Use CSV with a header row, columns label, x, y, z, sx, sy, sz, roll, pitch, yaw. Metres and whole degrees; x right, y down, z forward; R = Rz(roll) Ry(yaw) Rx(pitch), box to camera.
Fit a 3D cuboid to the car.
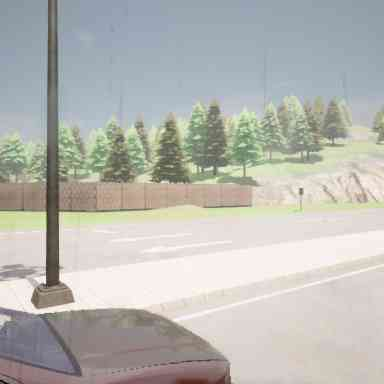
label,x,y,z,sx,sy,sz,roll,pitch,yaw
car,-2.178,1.548,2.201,5.357,1.411,2.033,0,0,-35
